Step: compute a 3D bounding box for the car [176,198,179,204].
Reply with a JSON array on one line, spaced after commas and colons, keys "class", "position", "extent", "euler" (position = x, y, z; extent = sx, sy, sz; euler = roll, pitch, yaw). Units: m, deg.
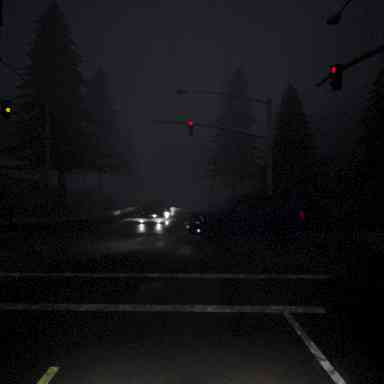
[{"class": "car", "position": [-4.055, 1.564, 61.744], "extent": [1.994, 1.385, 4.181], "euler": [0, 0, -39]}]

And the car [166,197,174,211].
[{"class": "car", "position": [-3.624, 1.601, 40.530], "extent": [1.895, 1.301, 4.718], "euler": [0, 0, 0]}]

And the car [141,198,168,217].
[{"class": "car", "position": [-3.619, 1.505, 31.239], "extent": [1.837, 1.490, 4.892], "euler": [0, 0, 0]}]

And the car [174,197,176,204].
[{"class": "car", "position": [-3.849, 1.601, 50.700], "extent": [1.895, 1.301, 4.718], "euler": [0, 0, -7]}]

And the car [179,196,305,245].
[{"class": "car", "position": [2.485, 1.212, 15.503], "extent": [5.566, 2.045, 2.150], "euler": [0, -1, -14]}]
